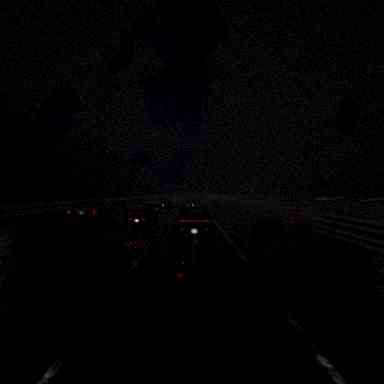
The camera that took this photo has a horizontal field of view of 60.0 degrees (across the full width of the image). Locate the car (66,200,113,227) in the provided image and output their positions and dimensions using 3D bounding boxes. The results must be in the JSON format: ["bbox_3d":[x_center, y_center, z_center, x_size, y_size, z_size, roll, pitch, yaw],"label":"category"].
[{"bbox_3d":[-6.899,1.326,22.818,2.097,1.767,4.553,0,0,0],"label":"car"}]

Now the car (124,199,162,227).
[{"bbox_3d":[-3.398,1.481,22.822,1.837,1.490,4.892,0,0,0],"label":"car"}]

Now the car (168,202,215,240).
[{"bbox_3d":[0.102,1.471,16.771,2.128,1.511,4.902,0,0,0],"label":"car"}]

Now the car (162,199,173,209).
[{"bbox_3d":[-3.395,1.533,41.337,1.994,1.385,4.181,0,0,0],"label":"car"}]

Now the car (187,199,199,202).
[{"bbox_3d":[0.105,1.517,39.346,2.033,1.411,5.357,0,0,0],"label":"car"}]

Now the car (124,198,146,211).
[{"bbox_3d":[-6.894,1.520,40.899,1.994,1.385,4.181,0,1,0],"label":"car"}]

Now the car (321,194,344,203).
[{"bbox_3d":[32.934,1.442,77.849,2.150,2.045,5.566,0,0,-31],"label":"car"}]
